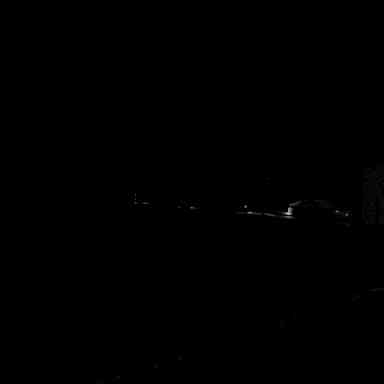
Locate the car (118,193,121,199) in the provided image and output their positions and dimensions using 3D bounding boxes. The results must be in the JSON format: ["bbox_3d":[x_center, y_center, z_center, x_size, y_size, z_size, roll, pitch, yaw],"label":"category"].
[{"bbox_3d":[-12.266,0.625,61.393,1.812,1.442,4.674,1,1,-35],"label":"car"}]

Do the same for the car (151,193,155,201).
[{"bbox_3d":[-6.746,0.818,53.517,1.994,1.385,4.181,1,1,-34],"label":"car"}]

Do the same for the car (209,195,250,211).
[{"bbox_3d":[3.670,1.084,33.421,2.128,1.511,4.902,1,1,-35],"label":"car"}]

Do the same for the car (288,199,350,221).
[{"bbox_3d":[9.458,1.284,25.087,1.812,1.442,4.674,1,1,-35],"label":"car"}]

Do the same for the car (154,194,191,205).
[{"bbox_3d":[-2.308,0.969,42.029,2.033,1.411,5.357,1,1,-35],"label":"car"}]

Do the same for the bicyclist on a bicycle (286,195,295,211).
[{"bbox_3d":[10.265,1.137,34.393,1.656,1.620,0.582,0,1,-35],"label":"bicyclist on a bicycle"}]

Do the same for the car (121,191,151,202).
[{"bbox_3d":[-8.776,0.591,51.449,2.097,1.767,4.553,1,0,-34],"label":"car"}]
